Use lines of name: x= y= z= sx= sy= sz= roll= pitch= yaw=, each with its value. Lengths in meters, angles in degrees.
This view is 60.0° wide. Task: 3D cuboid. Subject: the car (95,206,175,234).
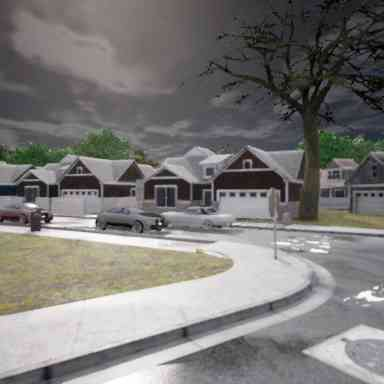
car: x=-3.416 y=1.492 z=18.578 sx=4.181 sy=1.385 sz=1.994 roll=0 pitch=0 yaw=30

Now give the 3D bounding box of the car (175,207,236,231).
car: x=0.135 y=1.553 z=20.087 sx=4.718 sy=1.301 sz=1.895 roll=0 pitch=0 yaw=29

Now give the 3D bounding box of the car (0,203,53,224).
car: x=-11.675 y=1.452 z=23.188 sx=4.181 sy=1.385 sz=1.994 roll=0 pitch=0 yaw=29
